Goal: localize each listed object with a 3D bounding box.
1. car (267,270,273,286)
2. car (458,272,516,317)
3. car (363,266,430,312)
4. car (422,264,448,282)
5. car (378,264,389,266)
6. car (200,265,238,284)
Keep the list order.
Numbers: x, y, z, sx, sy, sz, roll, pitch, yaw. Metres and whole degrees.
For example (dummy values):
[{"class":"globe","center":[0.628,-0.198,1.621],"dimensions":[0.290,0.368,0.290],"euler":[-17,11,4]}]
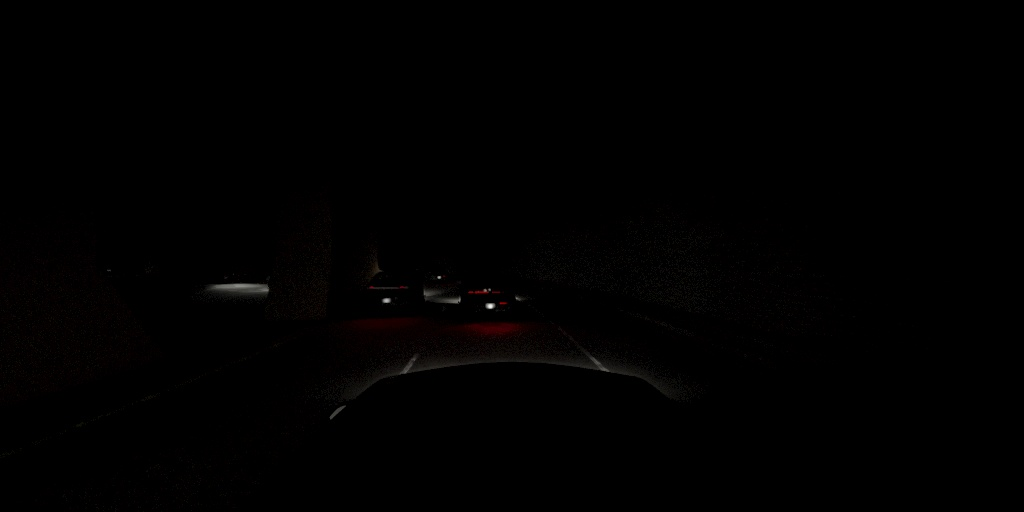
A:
[{"class":"car","center":[-17.069,1.499,26.808],"dimensions":[1.812,1.442,4.674],"euler":[0,-1,-35]},{"class":"car","center":[-1.030,1.330,13.672],"dimensions":[1.837,1.490,4.892],"euler":[0,0,-8]},{"class":"car","center":[-4.725,1.340,14.761],"dimensions":[2.128,1.511,4.902],"euler":[0,0,-9]},{"class":"car","center":[-6.991,1.459,30.673],"dimensions":[1.837,1.490,4.892],"euler":[1,-1,-30]},{"class":"car","center":[-11.654,1.470,31.450],"dimensions":[2.128,1.511,4.902],"euler":[0,-1,-34]},{"class":"car","center":[-25.045,1.522,30.578],"dimensions":[4.902,1.511,2.128],"euler":[-1,-1,40]}]
